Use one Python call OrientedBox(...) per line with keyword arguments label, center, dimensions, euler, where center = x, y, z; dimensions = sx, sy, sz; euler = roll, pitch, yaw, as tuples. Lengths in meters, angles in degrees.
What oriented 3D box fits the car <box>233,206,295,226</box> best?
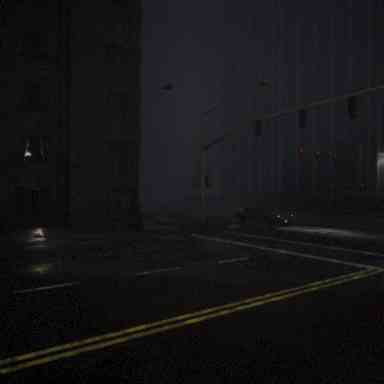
OrientedBox(label="car", center=(5.346, 1.748, 25.126), dimensions=(1.895, 1.301, 4.718), euler=(1, 0, -35))
